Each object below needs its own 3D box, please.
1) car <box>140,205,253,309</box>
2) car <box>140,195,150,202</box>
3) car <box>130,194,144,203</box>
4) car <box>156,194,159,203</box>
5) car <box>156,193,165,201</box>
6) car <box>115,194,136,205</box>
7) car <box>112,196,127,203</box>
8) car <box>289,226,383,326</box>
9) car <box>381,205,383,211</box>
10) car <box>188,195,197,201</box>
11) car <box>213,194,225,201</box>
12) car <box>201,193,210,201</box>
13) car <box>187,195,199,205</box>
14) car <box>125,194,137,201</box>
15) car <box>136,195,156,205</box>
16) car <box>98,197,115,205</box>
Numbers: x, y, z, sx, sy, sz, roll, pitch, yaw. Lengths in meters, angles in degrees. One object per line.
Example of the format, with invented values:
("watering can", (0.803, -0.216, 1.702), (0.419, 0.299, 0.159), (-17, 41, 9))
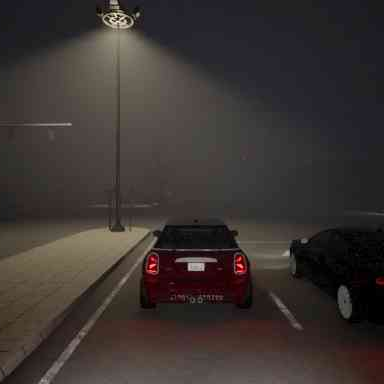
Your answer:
("car", (0.083, 1.352, 8.042), (2.097, 1.767, 4.553), (0, 0, 0))
("car", (-11.332, 1.524, 80.843), (1.812, 1.442, 4.674), (0, 0, 0))
("car", (-11.358, 1.352, 68.550), (2.097, 1.767, 4.553), (0, 0, 0))
("car", (-7.857, 1.601, 68.814), (1.895, 1.301, 4.718), (0, 0, 0))
("car", (-7.832, 1.225, 80.815), (2.150, 2.045, 5.566), (0, 0, 0))
("car", (-11.451, 1.478, 58.138), (1.882, 1.535, 5.008), (0, 0, 0))
("car", (-14.858, 1.553, 68.368), (1.994, 1.385, 4.181), (0, 0, 0))
("car", (3.578, 1.478, 7.166), (1.882, 1.535, 5.008), (0, 0, 0))
("car", (22.433, 1.504, 34.779), (4.892, 1.490, 1.837), (0, 0, 0))
("car", (0.178, 1.516, 85.535), (2.128, 1.511, 4.902), (0, 0, 0))
("car", (7.179, 1.348, 85.907), (2.097, 1.767, 4.553), (0, 0, 0))
("car", (3.679, 1.546, 85.944), (1.994, 1.385, 4.181), (0, 0, 0))
("car", (0.114, 1.478, 54.925), (1.882, 1.535, 5.008), (0, 0, 0))
("car", (-14.831, 1.355, 81.343), (2.097, 1.767, 4.553), (0, 0, 0))
("car", (-7.958, 1.564, 57.323), (1.994, 1.385, 4.181), (0, 0, 0))
("car", (-14.948, 1.564, 58.332), (1.994, 1.385, 4.181), (0, 0, 0))
